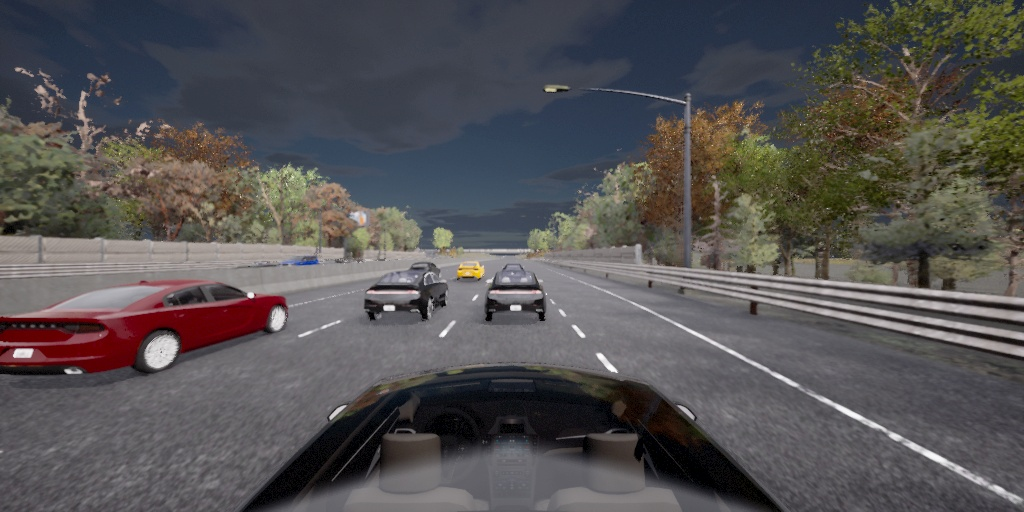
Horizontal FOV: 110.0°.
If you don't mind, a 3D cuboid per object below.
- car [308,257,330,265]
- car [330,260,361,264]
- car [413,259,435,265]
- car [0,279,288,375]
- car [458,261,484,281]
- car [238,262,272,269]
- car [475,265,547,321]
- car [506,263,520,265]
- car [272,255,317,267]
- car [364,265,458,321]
[{"bbox_3d":[-21.062,1.219,41.639,1.837,1.490,4.892,0,0,0],"label":"car"},{"bbox_3d":[-17.572,1.315,39.343,1.895,1.301,4.718,0,0,0],"label":"car"},{"bbox_3d":[-6.885,1.224,28.492,1.837,1.490,4.892,0,0,0],"label":"car"},{"bbox_3d":[-6.896,1.219,7.536,1.882,1.535,5.008,0,0,0],"label":"car"},{"bbox_3d":[-3.383,1.196,30.042,1.882,1.535,5.008,0,0,0],"label":"car"},{"bbox_3d":[-28.067,1.315,39.965,1.895,1.301,4.718,0,0,0],"label":"car"},{"bbox_3d":[0.107,1.226,12.395,2.128,1.511,4.902,0,0,0],"label":"car"},{"bbox_3d":[0.117,1.283,29.089,1.994,1.385,4.181,0,0,0],"label":"car"},{"bbox_3d":[-24.560,0.937,41.483,2.150,2.045,5.566,0,0,0],"label":"car"},{"bbox_3d":[-3.394,1.226,12.345,2.128,1.511,4.902,0,0,0],"label":"car"}]
